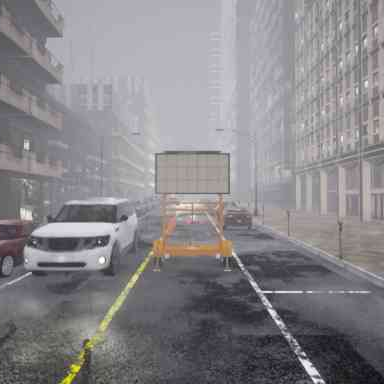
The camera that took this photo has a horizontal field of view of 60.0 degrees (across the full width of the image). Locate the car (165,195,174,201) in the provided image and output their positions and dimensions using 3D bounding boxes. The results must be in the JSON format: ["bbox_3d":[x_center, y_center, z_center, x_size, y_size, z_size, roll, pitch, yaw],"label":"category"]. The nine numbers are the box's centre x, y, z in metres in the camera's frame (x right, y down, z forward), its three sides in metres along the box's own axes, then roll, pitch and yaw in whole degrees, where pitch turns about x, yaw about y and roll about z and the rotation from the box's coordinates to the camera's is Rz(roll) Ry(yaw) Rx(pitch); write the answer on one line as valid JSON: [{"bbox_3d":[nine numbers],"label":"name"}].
[{"bbox_3d":[-5.551,1.535,82.161,1.752,1.417,4.829,1,0,0],"label":"car"}]

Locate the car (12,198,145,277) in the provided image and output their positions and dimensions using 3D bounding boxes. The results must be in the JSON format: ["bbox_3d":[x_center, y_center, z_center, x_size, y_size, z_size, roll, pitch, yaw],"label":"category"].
[{"bbox_3d":[-3.084,1.224,10.602,2.150,2.045,5.566,0,0,0],"label":"car"}]

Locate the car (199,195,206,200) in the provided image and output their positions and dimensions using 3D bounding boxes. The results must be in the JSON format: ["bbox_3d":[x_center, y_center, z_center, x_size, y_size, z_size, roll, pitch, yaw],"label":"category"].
[{"bbox_3d":[2.857,1.573,93.500,1.947,1.339,4.313,1,0,0],"label":"car"}]

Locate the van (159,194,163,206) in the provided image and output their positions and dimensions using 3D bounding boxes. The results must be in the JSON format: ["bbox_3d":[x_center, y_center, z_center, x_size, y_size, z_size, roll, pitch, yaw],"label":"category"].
[{"bbox_3d":[-5.592,1.350,49.052,1.690,1.788,3.998,1,0,0],"label":"van"}]

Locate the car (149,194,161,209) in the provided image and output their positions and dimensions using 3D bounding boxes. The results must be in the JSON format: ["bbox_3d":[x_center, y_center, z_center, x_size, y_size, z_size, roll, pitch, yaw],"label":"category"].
[{"bbox_3d":[-5.603,1.449,43.505,1.967,1.590,4.097,1,0,0],"label":"car"}]

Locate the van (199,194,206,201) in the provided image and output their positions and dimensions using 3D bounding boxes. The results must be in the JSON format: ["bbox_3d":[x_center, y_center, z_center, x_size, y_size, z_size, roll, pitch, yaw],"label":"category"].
[{"bbox_3d":[2.852,1.350,87.952,1.690,1.788,3.998,1,0,0],"label":"van"}]

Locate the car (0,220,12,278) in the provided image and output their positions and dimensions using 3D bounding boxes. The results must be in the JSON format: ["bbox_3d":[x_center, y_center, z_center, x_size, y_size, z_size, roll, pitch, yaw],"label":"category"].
[{"bbox_3d":[-5.660,1.548,10.224,1.887,1.381,4.507,1,0,0],"label":"car"}]

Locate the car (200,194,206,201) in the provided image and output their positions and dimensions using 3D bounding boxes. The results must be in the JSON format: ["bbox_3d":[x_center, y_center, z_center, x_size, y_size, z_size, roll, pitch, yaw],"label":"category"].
[{"bbox_3d":[2.803,1.535,60.381,1.752,1.417,4.829,1,0,0],"label":"car"}]

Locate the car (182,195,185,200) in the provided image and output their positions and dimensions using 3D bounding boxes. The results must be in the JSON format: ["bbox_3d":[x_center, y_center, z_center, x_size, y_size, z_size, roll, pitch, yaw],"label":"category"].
[{"bbox_3d":[-2.857,1.534,87.351,1.812,1.442,4.674,0,0,0],"label":"car"}]

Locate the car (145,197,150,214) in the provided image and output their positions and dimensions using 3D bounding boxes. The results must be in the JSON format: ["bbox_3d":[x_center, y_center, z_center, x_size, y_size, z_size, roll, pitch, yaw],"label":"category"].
[{"bbox_3d":[-5.622,1.449,32.410,1.967,1.590,4.097,1,0,0],"label":"car"}]

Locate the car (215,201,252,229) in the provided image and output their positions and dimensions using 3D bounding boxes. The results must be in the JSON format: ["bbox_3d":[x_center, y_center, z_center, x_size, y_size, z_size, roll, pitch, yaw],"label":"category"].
[{"bbox_3d":[2.738,1.551,21.376,1.887,1.381,4.507,1,0,0],"label":"car"}]

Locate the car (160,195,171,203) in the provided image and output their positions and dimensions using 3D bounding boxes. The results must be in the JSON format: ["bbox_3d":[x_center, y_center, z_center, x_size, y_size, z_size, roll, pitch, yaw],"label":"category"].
[{"bbox_3d":[-5.557,1.450,71.238,1.967,1.590,4.097,1,0,0],"label":"car"}]

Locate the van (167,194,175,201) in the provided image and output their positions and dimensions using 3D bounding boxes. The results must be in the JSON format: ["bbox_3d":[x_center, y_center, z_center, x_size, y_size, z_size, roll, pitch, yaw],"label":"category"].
[{"bbox_3d":[-5.503,1.350,87.879,1.690,1.788,3.998,1,0,0],"label":"van"}]

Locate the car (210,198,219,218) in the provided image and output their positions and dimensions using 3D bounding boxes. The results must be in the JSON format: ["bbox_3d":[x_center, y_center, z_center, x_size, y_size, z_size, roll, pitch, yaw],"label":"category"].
[{"bbox_3d":[2.749,1.448,26.923,1.967,1.590,4.097,1,0,0],"label":"car"}]

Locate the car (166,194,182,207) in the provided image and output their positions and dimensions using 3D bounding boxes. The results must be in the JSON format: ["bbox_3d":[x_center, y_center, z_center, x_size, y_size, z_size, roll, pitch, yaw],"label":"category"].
[{"bbox_3d":[-3.010,1.535,52.073,1.812,1.442,4.674,0,0,0],"label":"car"}]

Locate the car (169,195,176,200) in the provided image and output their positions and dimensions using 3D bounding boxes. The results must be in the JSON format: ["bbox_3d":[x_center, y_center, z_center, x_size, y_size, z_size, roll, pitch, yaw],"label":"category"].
[{"bbox_3d":[-5.490,1.533,93.255,1.752,1.417,4.829,1,0,0],"label":"car"}]

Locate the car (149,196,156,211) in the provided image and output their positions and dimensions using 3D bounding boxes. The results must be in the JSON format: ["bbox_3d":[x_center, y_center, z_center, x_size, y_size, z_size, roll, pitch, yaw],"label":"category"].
[{"bbox_3d":[-5.614,1.554,37.958,1.887,1.381,4.507,1,0,0],"label":"car"}]

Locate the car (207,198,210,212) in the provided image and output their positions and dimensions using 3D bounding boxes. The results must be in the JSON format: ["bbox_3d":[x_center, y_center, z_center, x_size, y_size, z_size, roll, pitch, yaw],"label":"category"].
[{"bbox_3d":[2.757,1.553,32.472,1.887,1.381,4.507,1,0,0],"label":"car"}]

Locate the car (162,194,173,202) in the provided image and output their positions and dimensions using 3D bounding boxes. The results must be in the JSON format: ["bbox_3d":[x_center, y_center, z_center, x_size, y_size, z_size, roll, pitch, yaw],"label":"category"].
[{"bbox_3d":[-5.549,1.325,76.785,2.192,1.841,5.009,1,0,0],"label":"car"}]

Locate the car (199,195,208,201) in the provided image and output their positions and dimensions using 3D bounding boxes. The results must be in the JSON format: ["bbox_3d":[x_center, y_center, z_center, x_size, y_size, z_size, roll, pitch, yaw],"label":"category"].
[{"bbox_3d":[2.841,1.449,82.404,1.967,1.590,4.097,1,0,0],"label":"car"}]

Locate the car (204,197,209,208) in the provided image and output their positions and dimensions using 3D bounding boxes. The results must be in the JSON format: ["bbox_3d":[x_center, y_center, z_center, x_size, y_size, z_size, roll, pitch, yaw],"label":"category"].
[{"bbox_3d":[2.766,1.554,38.020,1.887,1.381,4.507,1,0,0],"label":"car"}]

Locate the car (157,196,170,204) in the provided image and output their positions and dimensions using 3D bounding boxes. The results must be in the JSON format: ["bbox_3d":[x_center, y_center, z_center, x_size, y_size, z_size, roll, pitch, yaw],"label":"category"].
[{"bbox_3d":[-5.569,1.561,65.691,2.008,1.369,4.403,1,0,0],"label":"car"}]

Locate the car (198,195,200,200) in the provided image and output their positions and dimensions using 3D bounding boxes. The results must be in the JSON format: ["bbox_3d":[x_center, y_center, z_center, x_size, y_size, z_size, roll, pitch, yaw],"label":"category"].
[{"bbox_3d":[2.820,1.592,71.308,1.802,1.307,4.206,1,0,0],"label":"car"}]

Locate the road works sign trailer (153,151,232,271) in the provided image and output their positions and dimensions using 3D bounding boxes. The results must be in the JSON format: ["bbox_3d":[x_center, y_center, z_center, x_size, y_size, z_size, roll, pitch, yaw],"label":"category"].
[{"bbox_3d":[0.016,0.468,10.857,2.380,3.560,2.880,0,0,0],"label":"road works sign trailer"}]

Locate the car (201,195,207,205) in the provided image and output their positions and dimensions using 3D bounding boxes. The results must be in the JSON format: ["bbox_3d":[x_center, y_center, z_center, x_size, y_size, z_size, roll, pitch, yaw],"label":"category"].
[{"bbox_3d":[2.784,1.560,49.116,2.008,1.369,4.403,1,0,0],"label":"car"}]

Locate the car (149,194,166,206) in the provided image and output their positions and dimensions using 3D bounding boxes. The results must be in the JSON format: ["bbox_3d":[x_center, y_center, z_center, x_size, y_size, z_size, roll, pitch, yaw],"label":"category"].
[{"bbox_3d":[-5.583,1.325,54.598,2.192,1.841,5.009,1,0,0],"label":"car"}]
